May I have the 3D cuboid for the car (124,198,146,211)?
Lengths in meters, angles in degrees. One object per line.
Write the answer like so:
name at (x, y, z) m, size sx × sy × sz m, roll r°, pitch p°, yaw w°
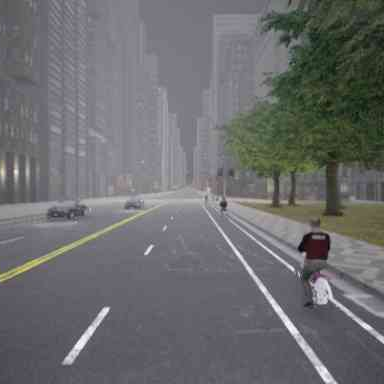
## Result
car at (-6.594, 1.378, 38.930) m, size 2.033 × 1.411 × 5.357 m, roll 0°, pitch 0°, yaw 0°

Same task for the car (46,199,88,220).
car at (-9.850, 1.356, 26.526) m, size 1.882 × 1.535 × 5.008 m, roll 0°, pitch 0°, yaw 0°

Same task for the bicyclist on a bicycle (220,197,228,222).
bicyclist on a bicycle at (2.309, 1.258, 24.402) m, size 0.659 × 1.776 × 1.843 m, roll 0°, pitch 0°, yaw -1°

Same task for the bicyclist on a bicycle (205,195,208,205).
bicyclist on a bicycle at (2.288, 1.246, 52.546) m, size 0.582 × 1.620 × 1.656 m, roll 0°, pitch 0°, yaw 0°

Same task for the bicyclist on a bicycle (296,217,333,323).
bicyclist on a bicycle at (2.237, 1.341, 6.254) m, size 0.659 × 1.776 × 1.843 m, roll 0°, pitch 0°, yaw 0°
